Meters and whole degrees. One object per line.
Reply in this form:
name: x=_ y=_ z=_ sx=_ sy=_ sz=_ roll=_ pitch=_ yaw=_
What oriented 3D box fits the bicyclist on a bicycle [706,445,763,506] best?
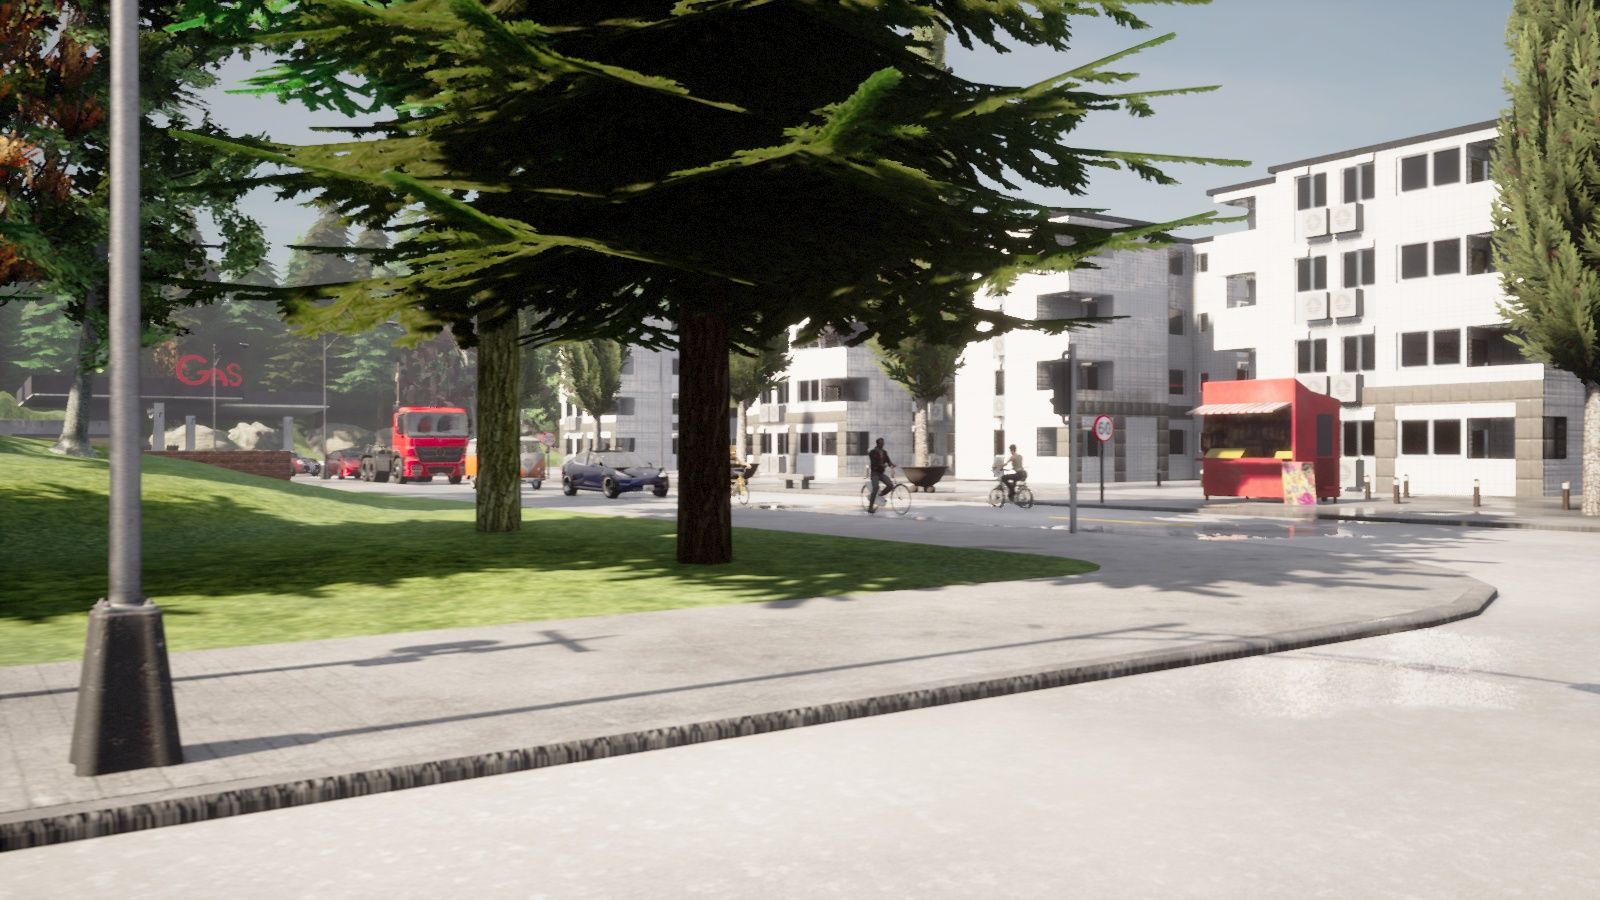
bicyclist on a bicycle: x=-1.792 y=0.680 z=34.067 sx=0.866 sy=1.612 sz=1.509 roll=0 pitch=0 yaw=-35

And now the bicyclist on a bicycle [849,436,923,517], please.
bicyclist on a bicycle: x=1.949 y=0.593 z=28.723 sx=0.659 sy=1.776 sz=1.843 roll=0 pitch=0 yaw=-34

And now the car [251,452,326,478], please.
car: x=-29.493 y=0.866 z=72.446 sx=3.806 sy=1.475 sz=1.970 roll=0 pitch=0 yaw=26

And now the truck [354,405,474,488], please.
truck: x=-17.575 y=-0.150 z=56.759 sx=2.891 sy=3.462 sz=7.936 roll=0 pitch=0 yaw=-35

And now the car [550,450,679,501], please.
car: x=-5.993 y=0.767 z=40.100 sx=2.163 sy=1.488 sz=4.792 roll=0 pitch=0 yaw=-35

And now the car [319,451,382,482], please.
car: x=-23.331 y=0.811 z=65.080 sx=2.007 sy=1.525 sz=4.514 roll=0 pitch=0 yaw=-35

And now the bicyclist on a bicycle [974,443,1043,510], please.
bicyclist on a bicycle: x=5.154 y=0.638 z=31.094 sx=0.866 sy=1.612 sz=1.509 roll=0 pitch=0 yaw=-35

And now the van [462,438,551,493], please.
van: x=-11.163 y=0.549 z=47.537 sx=1.775 sy=1.987 sz=4.442 roll=0 pitch=0 yaw=-35

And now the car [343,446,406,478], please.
car: x=-25.162 y=0.690 z=74.222 sx=1.932 sy=1.855 sz=4.605 roll=0 pitch=0 yaw=-41
